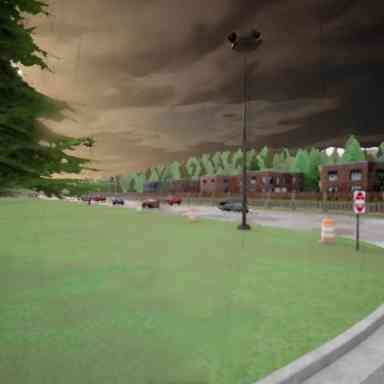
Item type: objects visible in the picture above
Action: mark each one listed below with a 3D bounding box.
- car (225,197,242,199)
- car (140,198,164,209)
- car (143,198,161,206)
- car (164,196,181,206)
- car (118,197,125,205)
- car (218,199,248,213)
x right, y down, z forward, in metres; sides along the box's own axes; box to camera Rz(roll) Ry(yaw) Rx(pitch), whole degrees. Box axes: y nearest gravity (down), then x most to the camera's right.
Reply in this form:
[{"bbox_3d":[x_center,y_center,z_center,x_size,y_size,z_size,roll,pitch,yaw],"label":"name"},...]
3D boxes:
[{"bbox_3d":[6.056,1.689,49.797,2.150,2.045,5.566,1,0,-28],"label":"car"},{"bbox_3d":[-6.507,1.847,51.056,1.882,1.535,5.008,1,-1,-28],"label":"car"},{"bbox_3d":[-8.310,1.997,69.356,2.128,1.511,4.902,1,-1,-28],"label":"car"},{"bbox_3d":[-4.201,1.761,69.093,2.150,2.045,5.566,1,-1,-28],"label":"car"},{"bbox_3d":[-15.280,1.785,67.560,2.097,1.767,4.553,1,-1,-28],"label":"car"},{"bbox_3d":[5.456,1.972,43.464,1.994,1.385,4.181,1,-1,-28],"label":"car"}]
